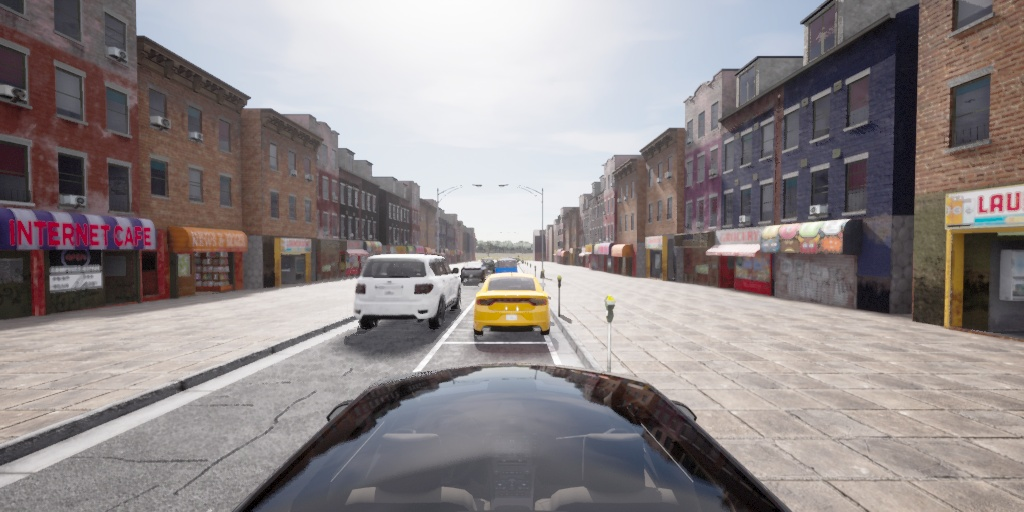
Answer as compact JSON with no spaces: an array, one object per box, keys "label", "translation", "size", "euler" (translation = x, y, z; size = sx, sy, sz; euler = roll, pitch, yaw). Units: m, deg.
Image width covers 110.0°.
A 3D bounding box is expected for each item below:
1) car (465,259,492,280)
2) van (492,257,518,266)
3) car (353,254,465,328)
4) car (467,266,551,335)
[{"label":"car","translation":[-2.936,1.231,28.256],"size":[2.128,1.511,4.902],"euler":[0,0,0]},{"label":"van","translation":[-0.383,1.081,27.392],"size":[1.690,1.789,3.998],"euler":[0,0,0]},{"label":"car","translation":[-3.021,0.969,11.470],"size":[2.150,2.045,5.566],"euler":[0,0,0]},{"label":"car","translation":[-0.005,1.224,10.502],"size":[1.882,1.535,5.008],"euler":[0,0,0]}]
